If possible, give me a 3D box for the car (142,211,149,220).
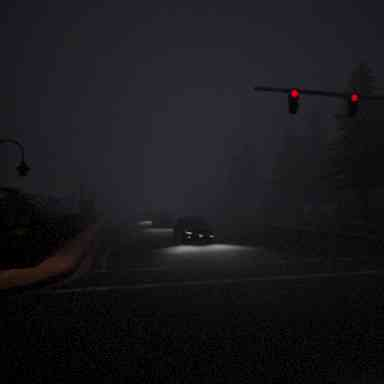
[{"bbox_3d":[-6.902,3.681,52.370,2.128,1.511,4.902,0,-2,-13],"label":"car"}]

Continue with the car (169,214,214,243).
[{"bbox_3d":[-0.017,2.354,21.357,1.837,1.490,4.892,0,-2,-13],"label":"car"}]

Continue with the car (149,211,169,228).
[{"bbox_3d":[-3.099,2.904,35.059,1.882,1.535,5.008,0,-2,-13],"label":"car"}]
